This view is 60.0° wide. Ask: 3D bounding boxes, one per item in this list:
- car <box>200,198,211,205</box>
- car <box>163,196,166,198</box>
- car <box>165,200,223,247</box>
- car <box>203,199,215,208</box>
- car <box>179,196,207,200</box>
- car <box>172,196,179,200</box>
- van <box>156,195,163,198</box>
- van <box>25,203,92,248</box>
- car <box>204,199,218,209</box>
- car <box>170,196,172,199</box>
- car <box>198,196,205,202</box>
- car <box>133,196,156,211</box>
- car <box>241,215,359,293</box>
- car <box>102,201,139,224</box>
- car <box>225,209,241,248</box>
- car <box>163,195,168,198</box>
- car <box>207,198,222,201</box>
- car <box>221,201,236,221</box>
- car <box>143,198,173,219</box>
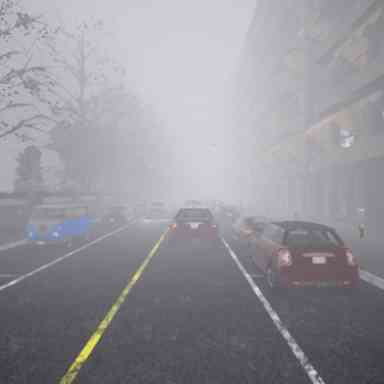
[{"bbox_3d":[2.695,1.838,65.286,1.947,1.339,4.313,0,0,0],"label":"car"},{"bbox_3d":[-5.686,1.800,54.024,1.802,1.307,4.206,0,0,0],"label":"car"},{"bbox_3d":[0.097,1.407,15.417,2.097,1.767,4.553,0,0,0],"label":"car"},{"bbox_3d":[2.695,1.799,54.024,1.802,1.307,4.206,0,0,0],"label":"car"},{"bbox_3d":[0.099,1.472,31.903,2.097,1.767,4.553,0,0,0],"label":"car"},{"bbox_3d":[-2.994,1.809,71.973,1.812,1.442,4.674,0,0,0],"label":"car"},{"bbox_3d":[-5.686,1.532,48.395,1.690,1.788,3.998,0,0,0],"label":"van"},{"bbox_3d":[-5.689,1.395,14.614,1.690,1.788,3.998,0,0,0],"label":"van"},{"bbox_3d":[2.695,1.717,48.564,1.752,1.417,4.829,0,0,0],"label":"car"},{"bbox_3d":[-5.684,1.587,65.288,2.192,1.841,5.009,0,0,0],"label":"car"},{"bbox_3d":[2.698,1.964,93.436,1.887,1.381,4.507,0,0,0],"label":"car"},{"bbox_3d":[-5.686,1.456,37.135,2.192,1.841,5.009,0,0,0],"label":"car"},{"bbox_3d":[2.691,1.473,8.983,1.967,1.590,4.097,0,0,0],"label":"car"},{"bbox_3d":[-5.688,1.662,25.874,1.947,1.339,4.313,0,0,0],"label":"car"},{"bbox_3d":[2.692,1.636,14.613,1.802,1.307,4.206,0,0,0],"label":"car"},{"bbox_3d":[-5.685,1.789,59.655,1.887,1.381,4.507,0,0,0],"label":"car"},{"bbox_3d":[2.693,1.581,37.134,1.967,1.590,4.097,0,0,0],"label":"car"},{"bbox_3d":[2.692,1.662,25.874,1.947,1.339,4.313,0,0,0],"label":"car"},{"bbox_3d":[-3.096,1.621,30.878,1.837,1.490,4.892,0,0,0],"label":"car"}]
